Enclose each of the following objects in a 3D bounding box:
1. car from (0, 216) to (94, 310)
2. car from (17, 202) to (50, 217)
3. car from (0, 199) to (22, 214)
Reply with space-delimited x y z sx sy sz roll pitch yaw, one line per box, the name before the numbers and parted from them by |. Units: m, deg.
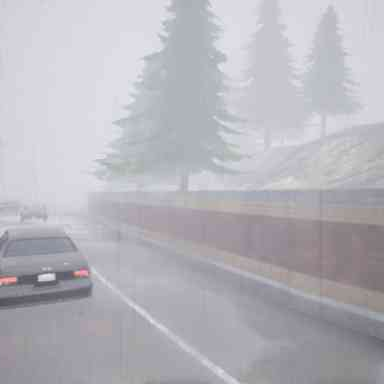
car | -3.799 1.559 8.062 2.033 1.411 5.357 1 0 -29
car | -12.684 1.641 27.097 1.895 1.301 4.718 1 0 -21
car | -19.108 1.529 35.550 1.837 1.490 4.892 1 0 -16
